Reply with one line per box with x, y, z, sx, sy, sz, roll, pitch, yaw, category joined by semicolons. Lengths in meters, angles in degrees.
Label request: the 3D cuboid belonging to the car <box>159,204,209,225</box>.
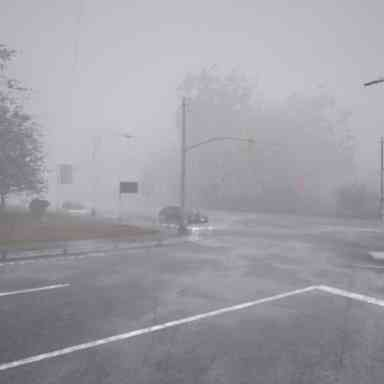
-0.712;1.760;25.863;1.837;1.490;4.892;1;0;-39;car

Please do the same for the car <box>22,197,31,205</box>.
-31.371;1.625;64.125;1.882;1.535;5.008;1;-1;-39;car

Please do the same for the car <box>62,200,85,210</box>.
-16.077;1.735;45.036;1.994;1.385;4.181;1;0;-39;car
